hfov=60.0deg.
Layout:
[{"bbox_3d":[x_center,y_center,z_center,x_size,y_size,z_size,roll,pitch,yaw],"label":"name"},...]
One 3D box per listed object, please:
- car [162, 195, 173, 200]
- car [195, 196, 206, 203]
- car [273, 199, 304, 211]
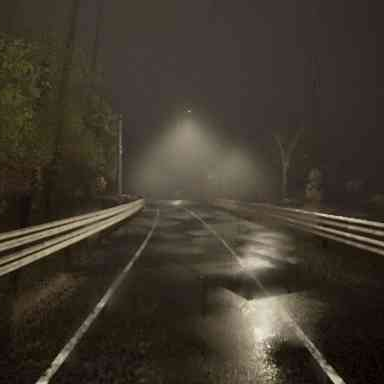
[{"bbox_3d":[-6.771,1.453,89.938,2.128,1.511,4.902,0,0,-23],"label":"car"},{"bbox_3d":[1.714,1.601,70.284,1.994,1.385,4.181,0,0,-23],"label":"car"},{"bbox_3d":[12.823,1.677,44.559,2.128,1.511,4.902,0,0,-23],"label":"car"}]
